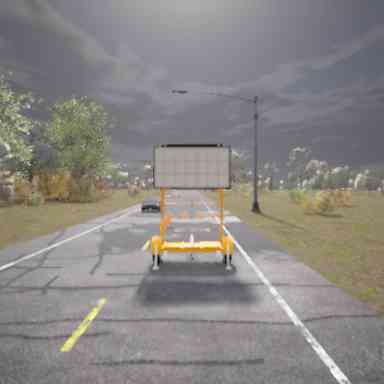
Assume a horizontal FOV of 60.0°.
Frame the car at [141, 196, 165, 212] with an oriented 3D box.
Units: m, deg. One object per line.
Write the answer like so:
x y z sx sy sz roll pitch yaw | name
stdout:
-3.591 1.063 31.434 2.033 1.411 5.357 0 1 0 | car

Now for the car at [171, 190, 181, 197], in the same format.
-3.489 0.385 72.286 1.812 1.442 4.674 0 1 0 | car

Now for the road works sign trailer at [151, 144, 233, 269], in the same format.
0.002 0.300 10.464 2.380 3.560 2.880 0 1 0 | road works sign trailer
